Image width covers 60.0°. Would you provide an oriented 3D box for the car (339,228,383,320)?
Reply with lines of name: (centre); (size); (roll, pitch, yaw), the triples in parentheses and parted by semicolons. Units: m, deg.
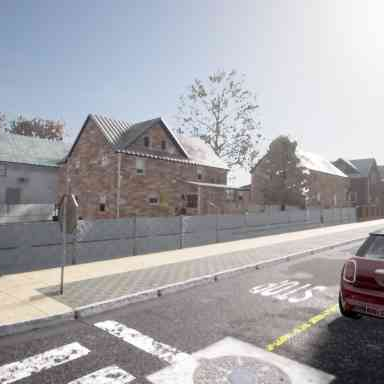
car: (4.753, 1.456, 6.720); (2.097, 1.767, 4.553); (-2, -2, 44)
